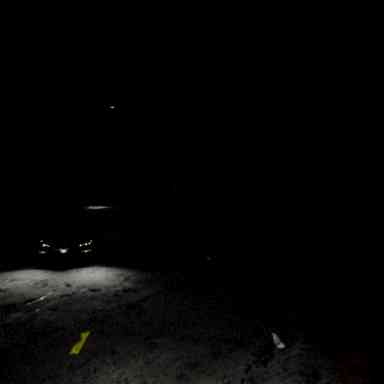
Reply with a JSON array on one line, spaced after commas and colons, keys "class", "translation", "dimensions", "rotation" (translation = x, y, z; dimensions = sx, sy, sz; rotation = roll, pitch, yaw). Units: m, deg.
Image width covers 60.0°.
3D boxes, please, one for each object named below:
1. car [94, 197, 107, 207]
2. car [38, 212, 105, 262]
[{"class": "car", "translation": [-14.552, 1.548, 52.903], "dimensions": [2.033, 1.411, 5.357], "rotation": [0, 0, -15]}, {"class": "car", "translation": [-4.409, 1.580, 12.726], "dimensions": [1.837, 1.490, 4.892], "rotation": [0, 0, -10]}]
